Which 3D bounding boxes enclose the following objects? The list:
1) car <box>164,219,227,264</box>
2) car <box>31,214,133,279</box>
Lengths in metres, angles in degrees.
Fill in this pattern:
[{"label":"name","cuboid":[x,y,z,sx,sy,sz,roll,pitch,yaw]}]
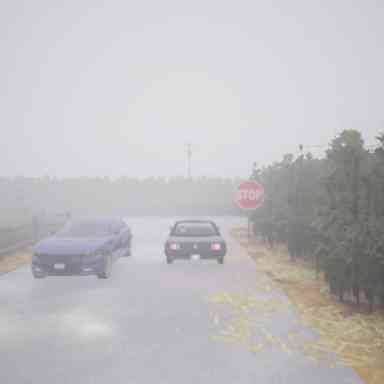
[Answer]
[{"label":"car","cuboid":[0.101,1.636,11.996,1.895,1.301,4.718,0,0,0]},{"label":"car","cuboid":[-3.118,1.508,10.383,1.882,1.535,5.008,0,0,1]}]
